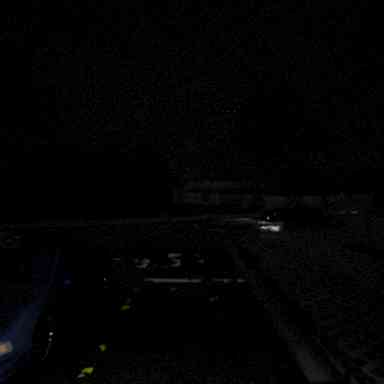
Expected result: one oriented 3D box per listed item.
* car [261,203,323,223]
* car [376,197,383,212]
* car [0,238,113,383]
[{"bbox_3d":[8.206,1.608,26.977,5.357,1.411,2.033,-1,3,-29],"label":"car"},{"bbox_3d":[22.079,1.100,35.769,5.566,2.045,2.150,-1,3,-36],"label":"car"},{"bbox_3d":[-2.847,1.604,6.072,2.033,1.411,5.357,0,-1,0],"label":"car"}]
